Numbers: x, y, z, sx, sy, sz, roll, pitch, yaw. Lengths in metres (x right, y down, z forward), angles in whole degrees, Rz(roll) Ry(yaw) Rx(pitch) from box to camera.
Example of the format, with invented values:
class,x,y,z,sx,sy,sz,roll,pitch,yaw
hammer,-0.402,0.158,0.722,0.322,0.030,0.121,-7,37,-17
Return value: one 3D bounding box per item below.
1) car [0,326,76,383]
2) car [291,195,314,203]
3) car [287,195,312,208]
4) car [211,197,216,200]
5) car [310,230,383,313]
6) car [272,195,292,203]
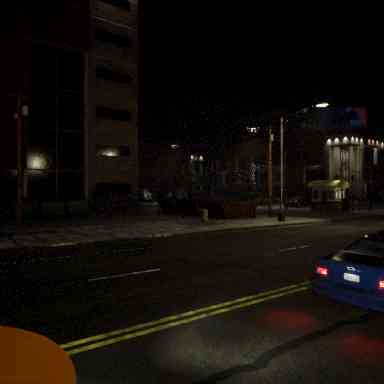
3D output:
class,x,y,z,sx,sy,sz,roll,pitch,yaw
car,-3.111,1.478,1.516,5.008,1.535,1.882,0,0,-36
car,21.667,1.420,65.059,4.674,1.452,2.002,0,0,-36
car,14.835,1.254,45.971,4.553,1.767,2.185,0,0,-36
car,4.040,1.575,60.500,4.718,1.301,1.895,0,0,-36
car,4.852,1.547,7.292,5.357,1.411,2.033,0,0,-35
car,18.744,1.452,69.049,3.806,1.475,1.970,0,0,-36
